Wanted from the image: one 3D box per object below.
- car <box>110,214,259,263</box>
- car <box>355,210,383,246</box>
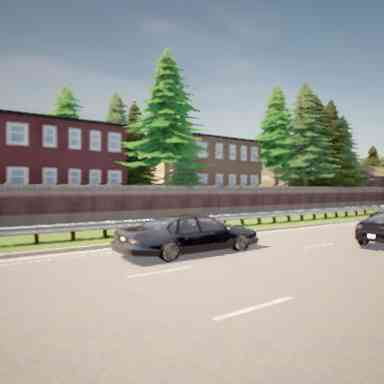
[{"bbox_3d":[-0.080,1.484,11.741,5.357,1.411,2.033,0,0,-35],"label":"car"},{"bbox_3d":[8.413,1.435,13.445,4.674,1.442,1.812,0,0,-35],"label":"car"}]
